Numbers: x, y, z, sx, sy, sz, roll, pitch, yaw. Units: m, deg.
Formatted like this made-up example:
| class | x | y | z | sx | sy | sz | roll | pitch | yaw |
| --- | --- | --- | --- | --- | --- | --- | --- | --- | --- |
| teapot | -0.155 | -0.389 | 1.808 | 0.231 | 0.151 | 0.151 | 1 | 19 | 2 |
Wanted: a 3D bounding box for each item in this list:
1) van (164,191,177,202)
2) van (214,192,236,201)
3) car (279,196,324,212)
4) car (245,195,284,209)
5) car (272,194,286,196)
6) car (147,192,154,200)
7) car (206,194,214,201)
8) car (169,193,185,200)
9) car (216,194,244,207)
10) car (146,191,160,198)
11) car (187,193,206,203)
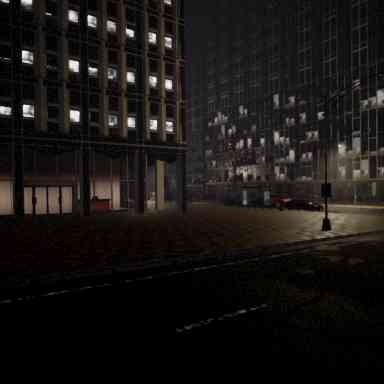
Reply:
| class | x | y | z | sx | sy | sz | roll | pitch | yaw |
| --- | --- | --- | --- | --- | --- | --- | --- | --- | --- |
| van | -3.833 | 0.937 | 59.734 | 1.690 | 1.788 | 3.998 | 0 | 1 | -34 |
| van | 6.292 | 0.855 | 59.791 | 1.690 | 1.788 | 3.998 | 0 | 1 | -34 |
| car | 12.147 | 1.423 | 36.237 | 1.947 | 1.339 | 4.313 | 0 | 1 | -34 |
| car | 8.943 | 1.388 | 40.935 | 1.802 | 1.307 | 4.206 | 0 | 1 | -34 |
| car | 11.270 | 1.115 | 42.302 | 2.097 | 1.767 | 4.553 | -1 | 1 | -34 |
| car | -10.268 | 1.040 | 69.107 | 2.008 | 1.369 | 4.403 | 0 | 1 | -34 |
| car | 3.076 | 1.043 | 64.479 | 1.802 | 1.307 | 4.206 | 0 | 1 | -34 |
| car | -3.359 | 0.936 | 73.850 | 1.802 | 1.307 | 4.206 | 0 | 1 | -34 |
| car | 5.774 | 1.319 | 45.652 | 1.947 | 1.339 | 4.313 | 0 | 1 | -34 |
| car | -9.795 | 0.686 | 83.218 | 1.967 | 1.590 | 4.097 | 0 | 1 | -34 |
| car | -0.086 | 0.931 | 58.917 | 2.097 | 1.767 | 4.553 | -1 | 1 | -34 |
